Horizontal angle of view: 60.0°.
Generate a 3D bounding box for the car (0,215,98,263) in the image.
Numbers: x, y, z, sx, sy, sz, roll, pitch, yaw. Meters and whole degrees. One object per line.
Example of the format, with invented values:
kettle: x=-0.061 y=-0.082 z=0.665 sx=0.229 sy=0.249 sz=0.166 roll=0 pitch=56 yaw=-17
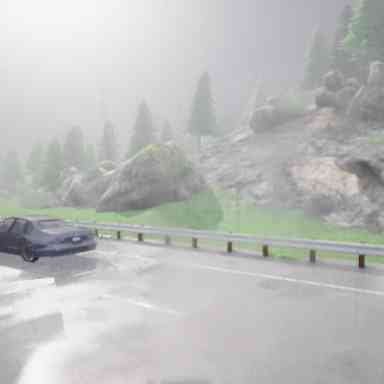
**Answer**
car: x=-5.781 y=1.537 z=11.844 sx=5.357 sy=1.411 sz=2.033 roll=0 pitch=0 yaw=32
